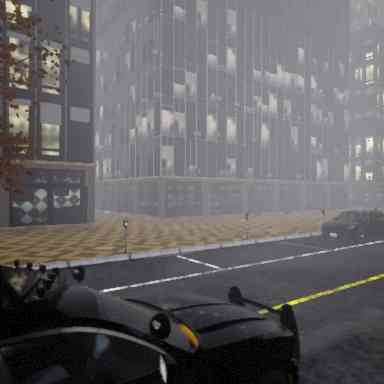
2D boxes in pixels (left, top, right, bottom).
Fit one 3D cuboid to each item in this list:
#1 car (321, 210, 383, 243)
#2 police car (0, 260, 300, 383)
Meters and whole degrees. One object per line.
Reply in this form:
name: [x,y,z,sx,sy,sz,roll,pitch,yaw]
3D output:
car: [8.141,1.563,16.226,4.313,1.339,1.947,0,0,-36]
police car: [-1.159,1.425,2.607,5.238,1.638,1.930,0,0,-36]
